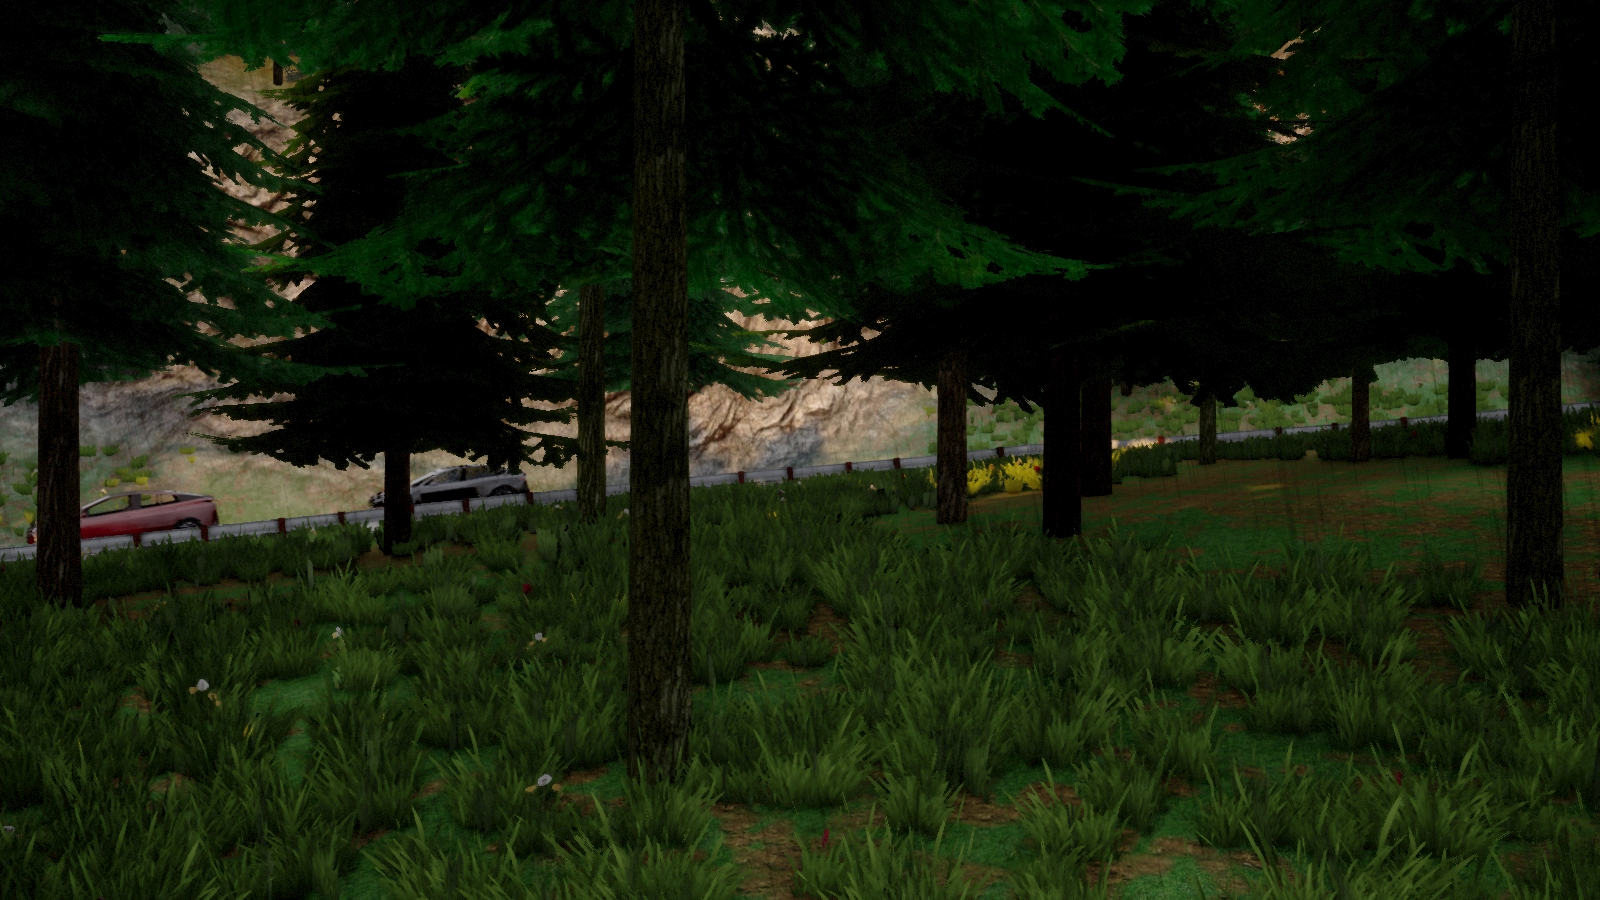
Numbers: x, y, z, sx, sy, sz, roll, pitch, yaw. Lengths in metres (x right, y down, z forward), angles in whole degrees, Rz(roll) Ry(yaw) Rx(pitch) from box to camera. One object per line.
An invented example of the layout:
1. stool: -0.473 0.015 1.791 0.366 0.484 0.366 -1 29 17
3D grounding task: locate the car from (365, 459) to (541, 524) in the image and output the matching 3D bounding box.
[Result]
1. car: -10.776 1.236 35.503 4.792 1.488 2.163 -5 3 -29

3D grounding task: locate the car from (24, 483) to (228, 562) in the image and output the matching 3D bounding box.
1. car: -18.163 1.890 30.873 4.514 1.525 2.007 -5 3 -34
